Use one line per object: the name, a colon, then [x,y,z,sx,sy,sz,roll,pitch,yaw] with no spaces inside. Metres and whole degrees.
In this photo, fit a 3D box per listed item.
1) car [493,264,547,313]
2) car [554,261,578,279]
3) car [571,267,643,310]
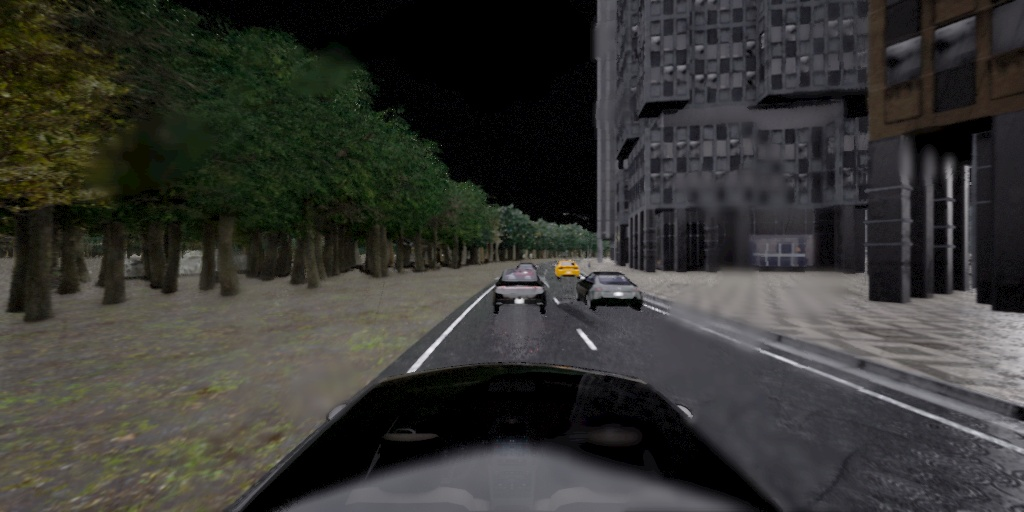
car: [0.307,1.241,13.948,2.128,1.511,4.902,0,0,2]
car: [4.829,1.169,31.716,1.882,1.535,5.008,0,0,5]
car: [3.833,1.317,14.726,1.994,1.385,4.181,0,0,2]
